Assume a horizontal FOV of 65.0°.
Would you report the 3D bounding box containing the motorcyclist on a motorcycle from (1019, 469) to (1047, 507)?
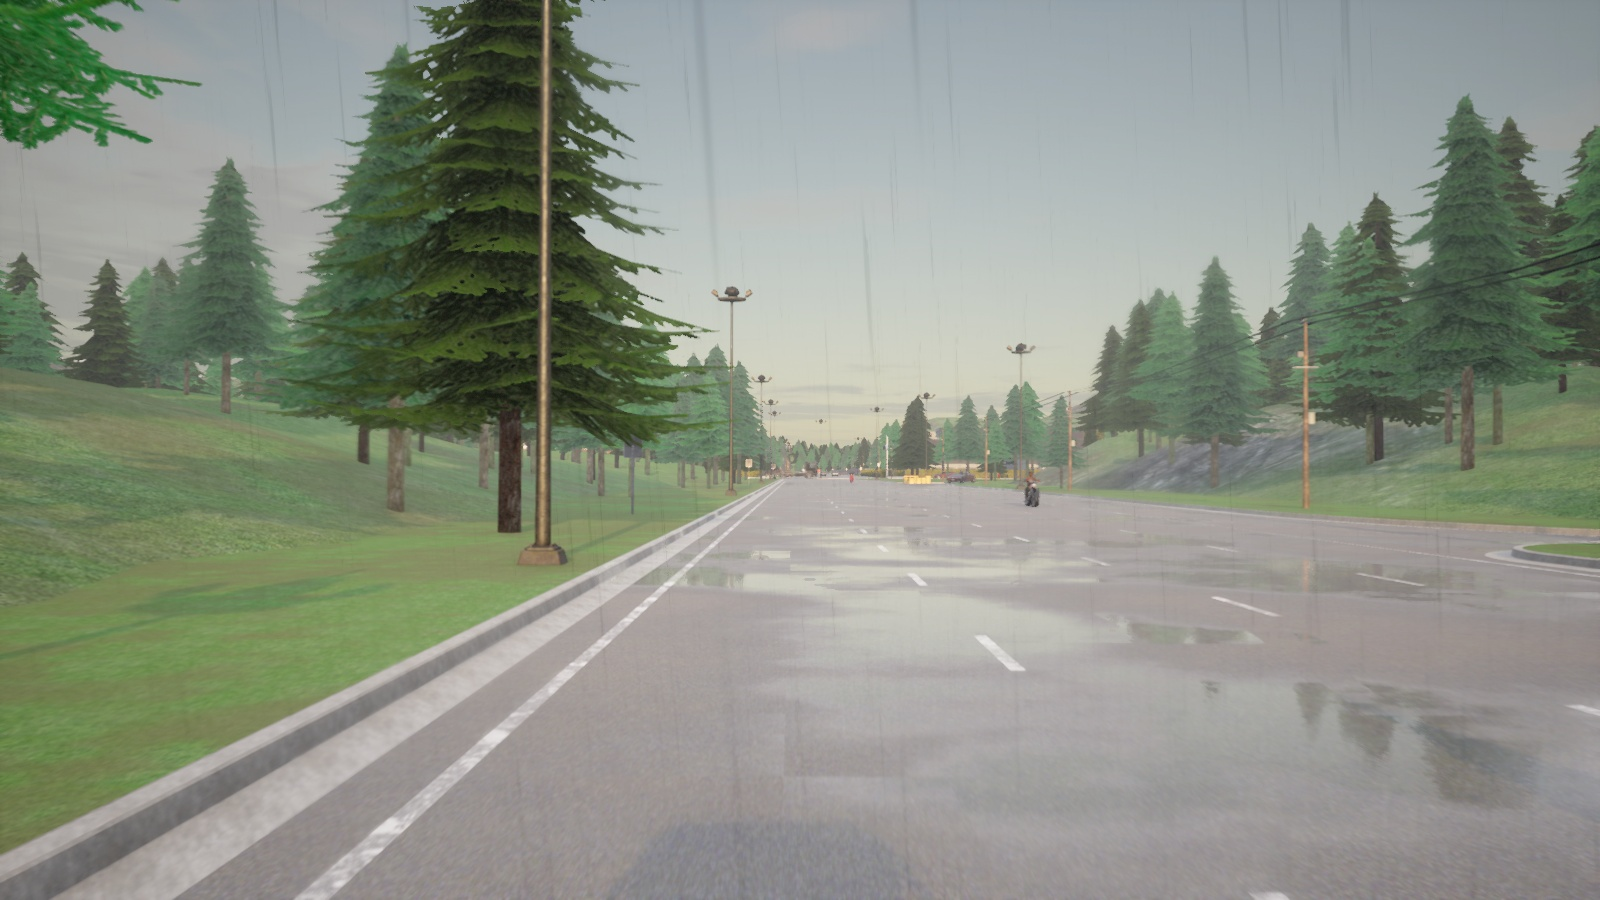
[{"bbox_3d":[10.364,1.660,55.943,0.766,1.649,2.350,0,-1,0],"label":"motorcyclist on a motorcycle"}]
